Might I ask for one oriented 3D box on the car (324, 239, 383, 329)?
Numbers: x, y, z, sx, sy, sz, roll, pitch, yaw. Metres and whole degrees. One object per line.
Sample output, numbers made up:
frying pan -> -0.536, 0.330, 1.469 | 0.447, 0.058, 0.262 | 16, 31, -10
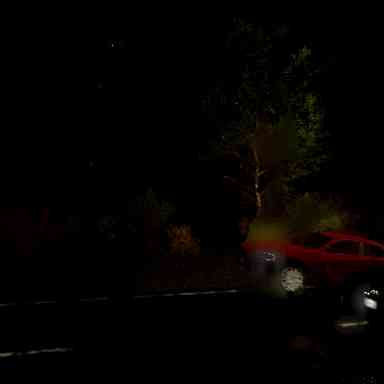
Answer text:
car -> 4.817, 1.664, 5.789 | 4.181, 1.385, 1.994 | 2, -2, -12

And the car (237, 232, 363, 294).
car -> 3.715, 1.829, 8.918 | 5.008, 1.535, 1.882 | 10, -3, -12
